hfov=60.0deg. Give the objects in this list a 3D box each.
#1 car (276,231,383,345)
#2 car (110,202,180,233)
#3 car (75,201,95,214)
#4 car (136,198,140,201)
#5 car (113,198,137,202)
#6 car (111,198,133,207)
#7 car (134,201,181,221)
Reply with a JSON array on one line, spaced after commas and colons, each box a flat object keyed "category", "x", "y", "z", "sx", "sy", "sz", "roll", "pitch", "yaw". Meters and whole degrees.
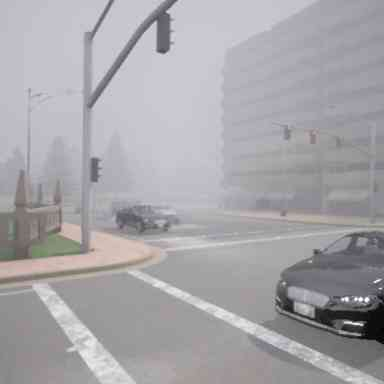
[{"category": "car", "x": 3.711, "y": 1.558, "z": 6.508, "sx": 4.902, "sy": 1.511, "sz": 2.128, "roll": 1, "pitch": -1, "yaw": -35}, {"category": "car", "x": -3.036, "y": 1.562, "z": 20.106, "sx": 2.128, "sy": 1.511, "sz": 4.902, "roll": 1, "pitch": -1, "yaw": -34}, {"category": "car", "x": -11.806, "y": 1.659, "z": 36.741, "sx": 2.033, "sy": 1.411, "sz": 5.357, "roll": 1, "pitch": 0, "yaw": -16}, {"category": "car", "x": -9.684, "y": 1.751, "z": 54.504, "sx": 1.882, "sy": 1.535, "sz": 5.008, "roll": 0, "pitch": -1, "yaw": 8}, {"category": "car", "x": -7.576, "y": 1.637, "z": 35.408, "sx": 2.128, "sy": 1.511, "sz": 4.902, "roll": 1, "pitch": -1, "yaw": -19}, {"category": "car", "x": -12.449, "y": 1.793, "z": 59.370, "sx": 1.837, "sy": 1.490, "sz": 4.892, "roll": 0, "pitch": -1, "yaw": 13}, {"category": "car", "x": -2.631, "y": 1.646, "z": 25.831, "sx": 1.812, "sy": 1.442, "sz": 4.674, "roll": 1, "pitch": -1, "yaw": -32}]
